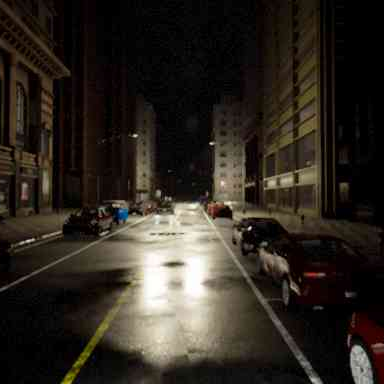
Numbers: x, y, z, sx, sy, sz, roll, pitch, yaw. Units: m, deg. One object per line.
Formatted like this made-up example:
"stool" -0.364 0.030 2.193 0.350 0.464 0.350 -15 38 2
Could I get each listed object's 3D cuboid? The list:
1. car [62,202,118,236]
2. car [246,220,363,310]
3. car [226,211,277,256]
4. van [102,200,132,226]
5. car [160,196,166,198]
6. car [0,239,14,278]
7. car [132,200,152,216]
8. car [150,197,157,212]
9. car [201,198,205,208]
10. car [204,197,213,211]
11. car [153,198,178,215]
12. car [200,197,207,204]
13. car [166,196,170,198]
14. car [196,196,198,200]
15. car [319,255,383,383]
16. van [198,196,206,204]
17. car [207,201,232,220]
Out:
"car" -5.849 1.582 19.059 1.967 1.590 4.097 1 0 0
"car" 2.676 1.605 7.816 1.887 1.381 4.507 1 0 0
"car" 2.675 1.667 13.442 1.947 1.339 4.313 1 0 0
"van" -5.848 1.523 24.684 1.690 1.788 3.998 1 0 0
"car" -5.851 1.694 52.806 2.192 1.841 5.009 1 0 0
"car" -5.850 1.642 7.809 1.802 1.307 4.206 1 0 0
"car" -5.852 1.828 35.931 1.947 1.339 4.313 1 0 0
"car" -5.851 1.742 41.556 1.967 1.590 4.097 1 0 0
"car" 2.672 1.885 47.188 1.887 1.381 4.507 1 0 0
"car" 2.675 1.702 35.941 1.967 1.590 4.097 1 0 0
"car" -3.004 1.793 38.606 1.837 1.490 4.892 0 -1 0
"car" 2.672 1.930 52.813 2.008 1.369 4.403 1 0 0
"car" -5.854 1.897 64.053 1.967 1.590 4.097 1 0 0
"car" 2.671 1.887 80.937 2.192 1.841 5.009 1 0 0
"car" 2.677 1.563 2.192 1.887 1.381 4.507 1 0 0
"van" 2.672 1.836 69.688 1.690 1.788 3.998 1 0 0
"car" 2.674 1.767 30.315 1.887 1.381 4.507 1 0 0
